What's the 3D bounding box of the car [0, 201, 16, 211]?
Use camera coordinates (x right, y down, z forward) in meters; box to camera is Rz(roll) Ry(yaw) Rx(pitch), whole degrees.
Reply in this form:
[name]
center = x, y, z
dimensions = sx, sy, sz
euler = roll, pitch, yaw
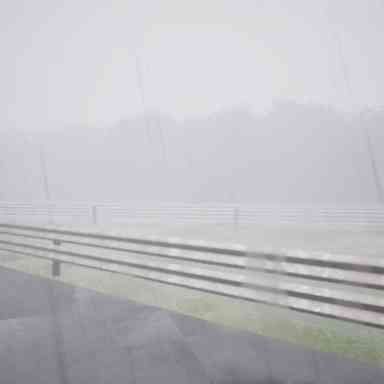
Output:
[car]
center = -19.616, 1.655, 32.932
dimensions = 4.674, 1.442, 1.812
euler = 0, 0, 19
